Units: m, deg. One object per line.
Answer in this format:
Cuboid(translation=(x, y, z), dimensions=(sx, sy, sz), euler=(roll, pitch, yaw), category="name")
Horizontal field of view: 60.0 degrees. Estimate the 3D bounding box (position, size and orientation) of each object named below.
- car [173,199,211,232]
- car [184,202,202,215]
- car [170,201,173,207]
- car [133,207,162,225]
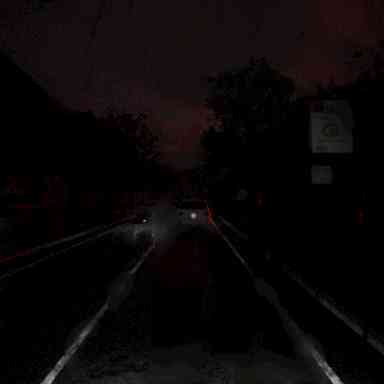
Cuboid(translation=(0.095, 1.482, 22.260), dimensions=(2.150, 2.045, 5.566), euler=(0, 0, 0), category="car")
Cuboid(translation=(0.088, 2.026, 41.286), dimensions=(2.033, 1.411, 5.357), euler=(0, -1, 0), category="car")
Cuboid(translation=(-3.273, 2.355, 68.463), dimensions=(2.033, 1.411, 5.357), euler=(0, -1, 4), category="car")
Cuboid(translation=(-3.606, 1.922, 27.612), dimensions=(1.895, 1.301, 4.718), euler=(0, -1, 0), category="car")
